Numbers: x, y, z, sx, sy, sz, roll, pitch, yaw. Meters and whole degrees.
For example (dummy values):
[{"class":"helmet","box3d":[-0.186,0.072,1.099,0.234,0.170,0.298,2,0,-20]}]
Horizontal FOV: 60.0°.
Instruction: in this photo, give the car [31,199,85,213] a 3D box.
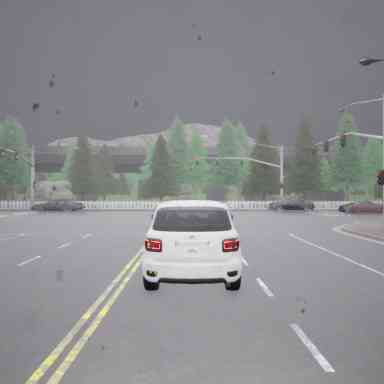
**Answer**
[{"class":"car","box3d":[-14.482,1.492,36.032,5.357,1.411,2.033,0,0,0]}]

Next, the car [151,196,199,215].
[{"class":"car","box3d":[-1.640,1.311,32.603,4.553,1.767,2.097,0,0,0]}]

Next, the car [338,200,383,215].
[{"class":"car","box3d":[16.694,1.508,32.696,4.181,1.385,1.994,0,0,0]}]

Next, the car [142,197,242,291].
[{"class":"car","box3d":[0.006,1.221,9.168,2.150,2.045,5.566,0,0,0]}]

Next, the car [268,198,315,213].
[{"class":"car","box3d":[10.794,1.437,36.173,4.902,1.511,2.128,0,0,0]}]
